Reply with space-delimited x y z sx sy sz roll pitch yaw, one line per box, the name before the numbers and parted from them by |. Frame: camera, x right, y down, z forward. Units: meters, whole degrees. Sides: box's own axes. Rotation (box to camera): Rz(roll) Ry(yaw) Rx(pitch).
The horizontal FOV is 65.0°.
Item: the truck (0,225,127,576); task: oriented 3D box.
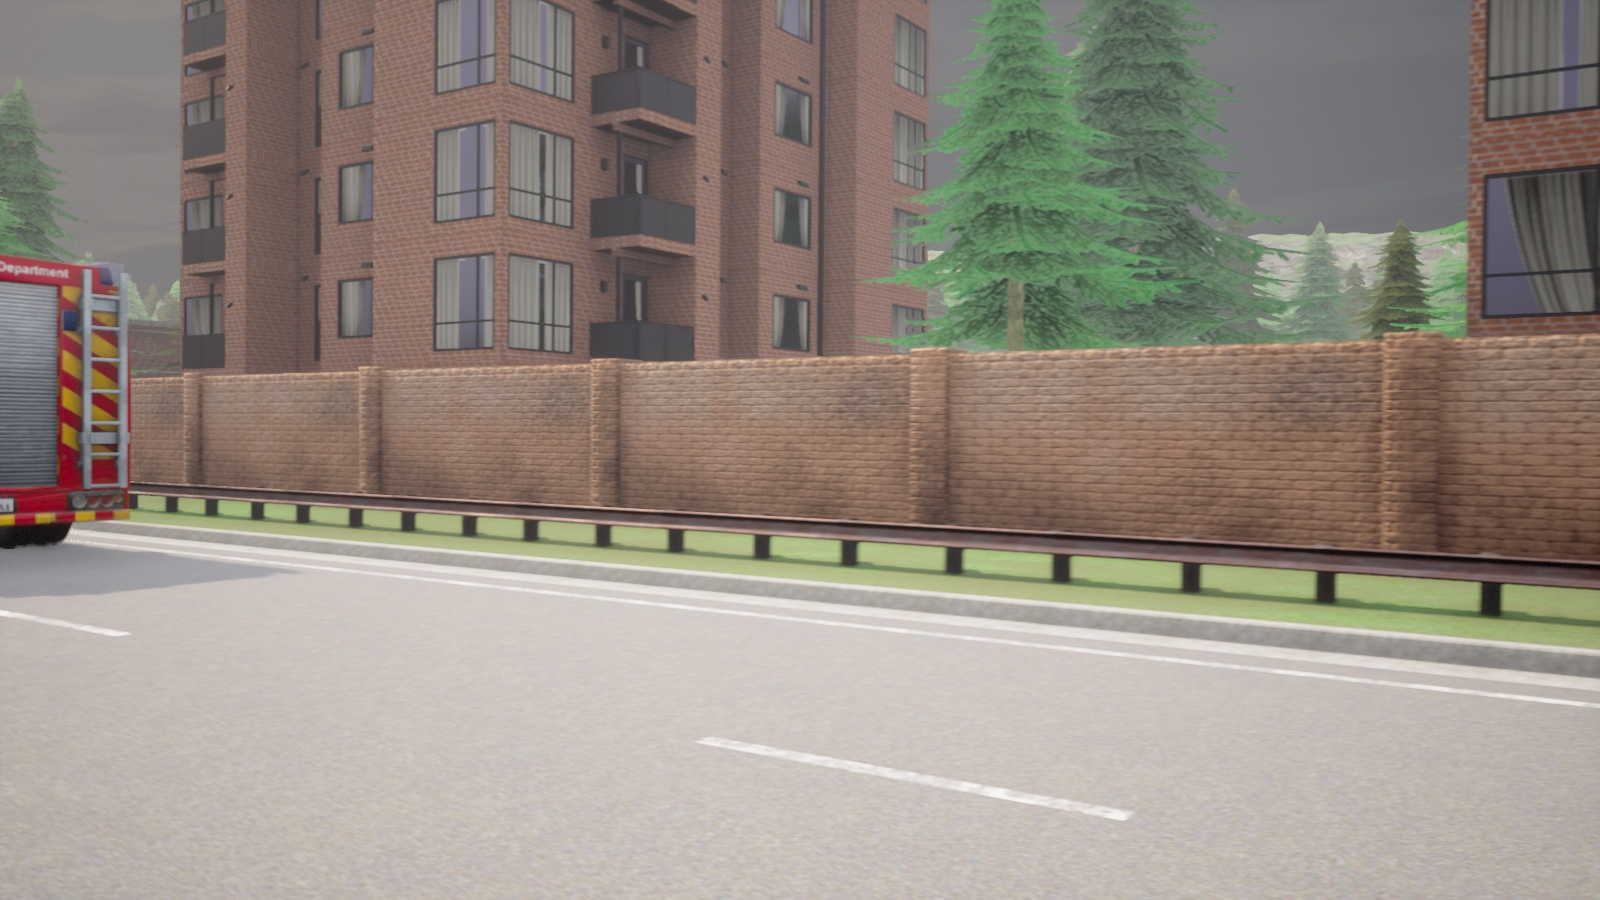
truck | -12.319 -0.540 15.987 8.468 3.827 2.891 0 1 34
